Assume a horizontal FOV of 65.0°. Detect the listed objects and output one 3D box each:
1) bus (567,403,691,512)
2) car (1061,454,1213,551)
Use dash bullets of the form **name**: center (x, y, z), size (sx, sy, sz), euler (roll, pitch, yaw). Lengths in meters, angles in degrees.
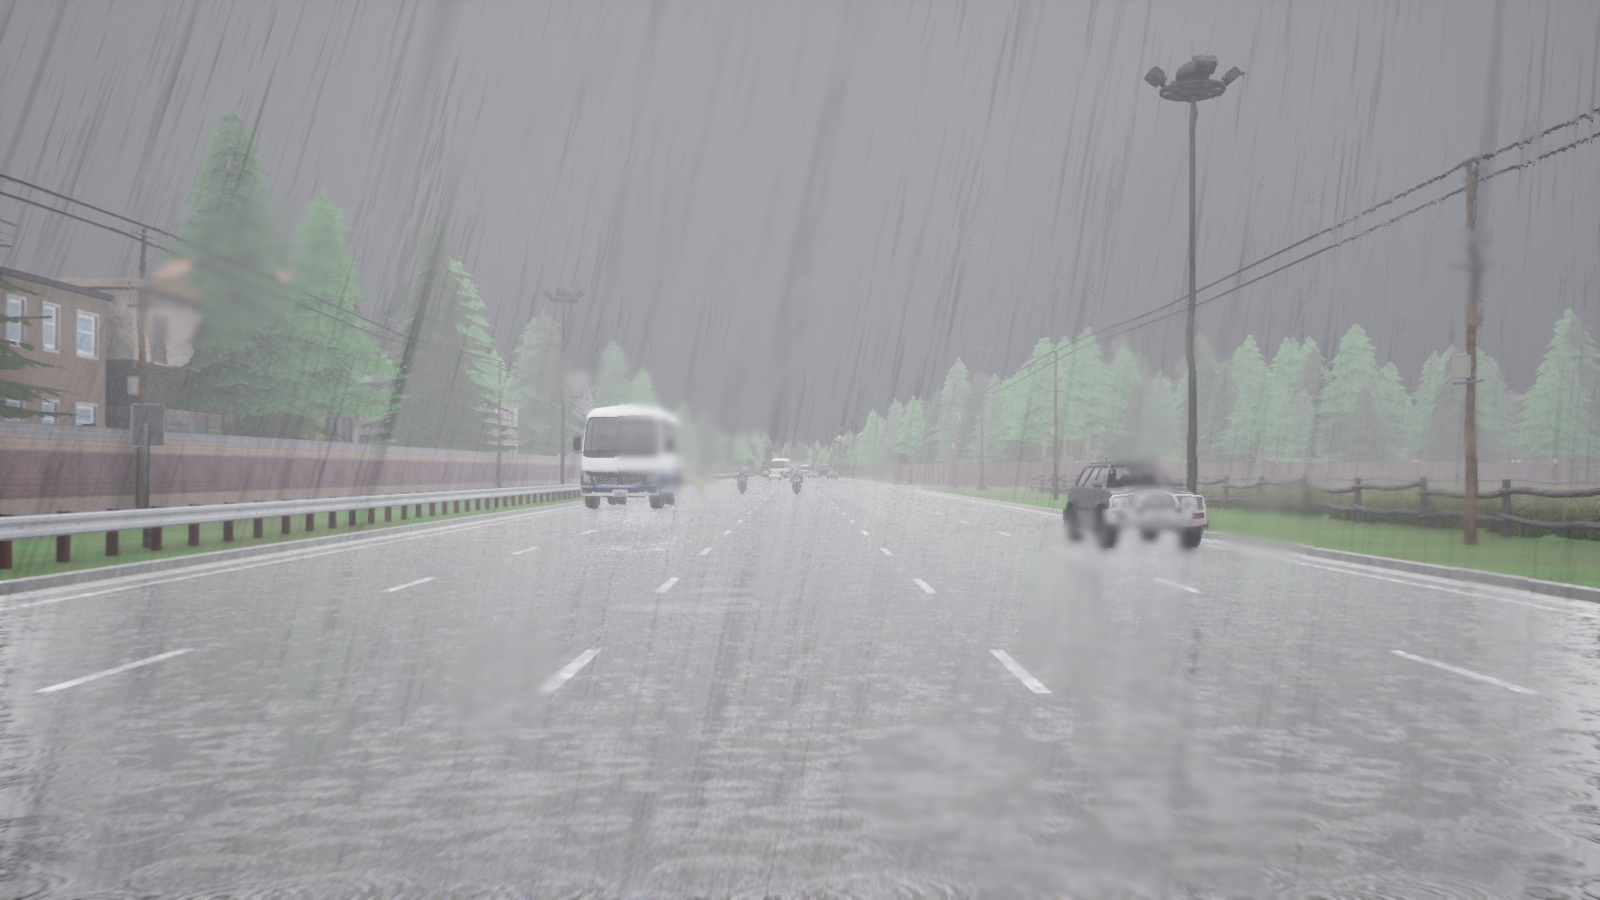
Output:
- **bus**: center (-7.135, 0.374, 54.199), size (3.944, 4.253, 10.273), euler (0, -1, 0)
- **car**: center (6.936, 1.045, 26.357), size (1.932, 1.855, 4.605), euler (0, -1, 0)
